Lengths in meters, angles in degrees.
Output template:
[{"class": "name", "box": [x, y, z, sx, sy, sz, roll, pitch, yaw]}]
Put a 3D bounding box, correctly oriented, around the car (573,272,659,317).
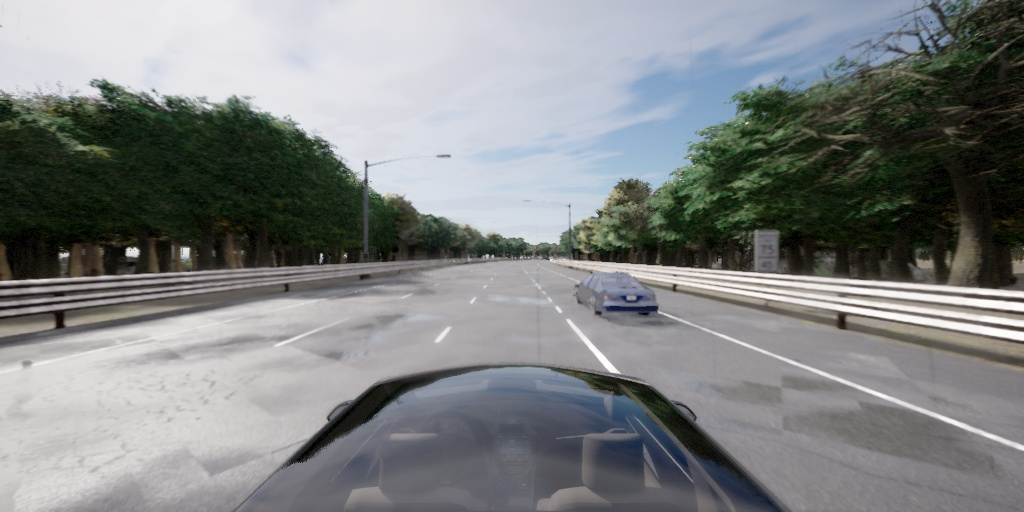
[{"class": "car", "box": [3.562, 1.301, 13.239, 2.033, 1.411, 5.357, 0, 0, 0]}]
